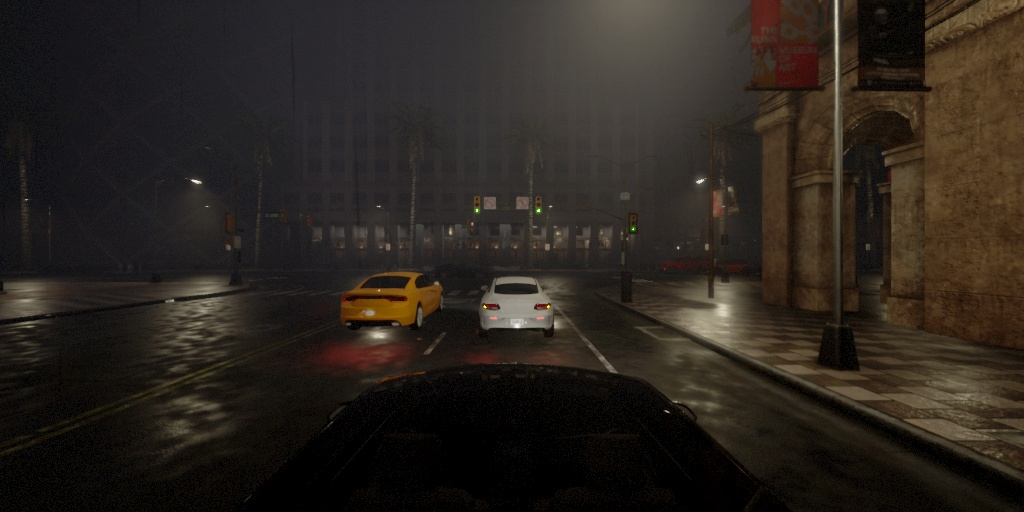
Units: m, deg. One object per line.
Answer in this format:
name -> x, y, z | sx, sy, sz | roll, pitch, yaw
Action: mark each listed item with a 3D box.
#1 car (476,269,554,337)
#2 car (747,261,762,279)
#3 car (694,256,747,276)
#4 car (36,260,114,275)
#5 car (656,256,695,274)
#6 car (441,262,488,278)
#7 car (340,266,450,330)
car -> 0.085, 1.275, 10.153 | 1.812, 1.442, 4.674 | 0, 0, -1
car -> 22.488, 1.275, 29.457 | 4.674, 1.442, 1.812 | 0, 0, 0
car -> 21.674, 1.101, 36.558 | 4.553, 1.767, 2.097 | 0, 0, 0
car -> -48.028, 1.217, 39.595 | 5.357, 1.411, 2.033 | -1, 6, -38
car -> 19.159, 0.968, 40.066 | 5.566, 2.045, 2.150 | 0, 0, 0
car -> -4.046, 1.244, 29.381 | 4.902, 1.511, 2.128 | 0, 0, -2
car -> -3.422, 1.227, 11.150 | 1.882, 1.535, 5.008 | 0, 0, 0
